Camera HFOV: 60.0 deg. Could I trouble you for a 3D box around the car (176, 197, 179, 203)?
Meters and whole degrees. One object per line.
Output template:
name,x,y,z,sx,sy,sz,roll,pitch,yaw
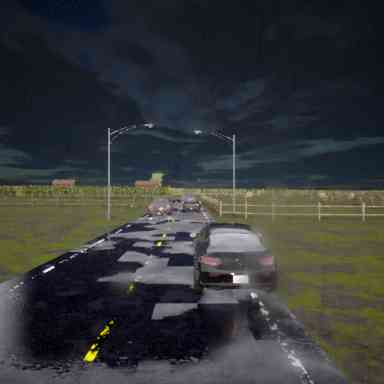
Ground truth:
car,-2.945,1.583,63.985,1.895,1.301,4.718,0,0,0

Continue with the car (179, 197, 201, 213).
car,-0.039,1.486,36.574,2.128,1.511,4.902,0,0,0

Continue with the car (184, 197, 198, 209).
car,-0.115,1.469,46.986,1.882,1.535,5.008,0,0,0

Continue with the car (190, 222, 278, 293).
car,0.938,1.526,8.736,1.812,1.442,4.674,0,0,0

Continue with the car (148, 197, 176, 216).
car,-2.946,1.348,31.824,2.097,1.767,4.553,0,0,0
